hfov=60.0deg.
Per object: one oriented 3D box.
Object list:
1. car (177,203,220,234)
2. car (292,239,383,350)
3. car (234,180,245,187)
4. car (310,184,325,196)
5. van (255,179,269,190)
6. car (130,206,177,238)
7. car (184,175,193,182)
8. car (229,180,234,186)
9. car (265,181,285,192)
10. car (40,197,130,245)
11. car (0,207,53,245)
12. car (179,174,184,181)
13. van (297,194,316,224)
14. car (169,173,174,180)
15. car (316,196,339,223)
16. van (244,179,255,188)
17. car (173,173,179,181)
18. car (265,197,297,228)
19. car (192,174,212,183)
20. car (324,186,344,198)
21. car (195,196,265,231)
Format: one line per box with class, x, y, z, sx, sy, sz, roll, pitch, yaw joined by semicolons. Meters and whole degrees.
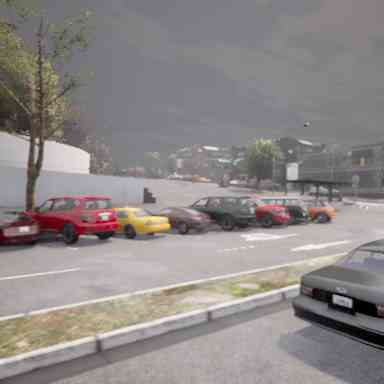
car;-1.053;1.570;19.426;4.674;1.452;2.002;-1;-1;35
car;4.139;1.572;6.076;5.357;1.411;2.033;0;0;-35
car;11.764;-1.698;72.229;1.946;1.575;5.366;7;3;35
car;22.036;-0.313;57.278;2.435;2.045;5.566;7;3;35
van;15.067;-1.378;67.027;1.878;1.987;4.442;7;3;35
car;-3.660;1.518;17.798;5.366;1.575;1.946;-1;-1;35
car;1.236;-3.585;86.783;2.435;2.045;5.566;7;3;34
car;9.933;-1.930;74.550;2.002;1.452;4.674;7;3;35
car;16.826;-0.879;64.664;2.231;1.521;4.892;7;3;35
car;-5.979;1.256;15.971;5.566;2.045;2.435;-1;-1;35
car;-8.424;1.526;14.225;4.792;1.488;2.163;-1;-1;35
car;-0.558;-3.737;89.250;2.185;1.767;4.553;6;3;34
van;6.426;1.339;24.559;4.442;1.987;1.878;-1;-1;35
car;-4.059;-4.249;94.068;2.435;2.045;5.566;1;-1;34
car;8.835;1.452;26.309;4.553;1.767;2.185;-1;-1;35
van;13.338;-1.651;69.498;1.878;1.987;4.442;7;3;35
car;-2.288;-3.971;91.720;2.185;1.767;4.553;4;1;33
car;3.888;1.302;22.889;5.566;2.045;2.435;-1;-1;35
car;3.086;-3.062;84.524;1.946;1.575;5.366;7;3;34
car;23.726;0.249;54.805;2.002;1.452;4.674;7;3;35
car;1.374;1.291;21.184;5.566;2.045;2.435;-1;-1;35
